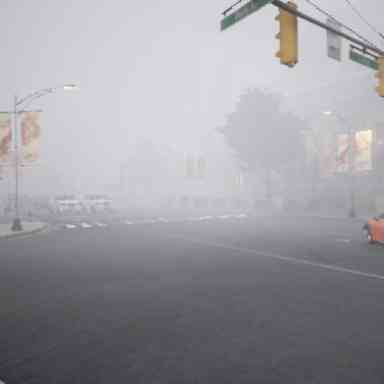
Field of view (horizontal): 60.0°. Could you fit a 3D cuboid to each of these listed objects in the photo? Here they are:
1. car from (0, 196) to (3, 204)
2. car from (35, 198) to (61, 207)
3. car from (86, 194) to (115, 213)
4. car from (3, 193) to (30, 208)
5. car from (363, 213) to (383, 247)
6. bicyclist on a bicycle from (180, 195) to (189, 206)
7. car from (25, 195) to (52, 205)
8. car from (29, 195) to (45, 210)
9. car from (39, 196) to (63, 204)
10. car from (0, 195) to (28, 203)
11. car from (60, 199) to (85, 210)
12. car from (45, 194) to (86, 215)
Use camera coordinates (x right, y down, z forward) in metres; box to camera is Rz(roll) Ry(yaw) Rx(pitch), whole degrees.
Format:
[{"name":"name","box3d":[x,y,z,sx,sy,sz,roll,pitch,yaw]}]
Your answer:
[{"name":"car","box3d":[-37.205,1.499,64.371,4.892,1.490,1.837,0,0,12]},{"name":"car","box3d":[-22.533,1.601,51.994,4.718,1.301,1.895,0,0,43]},{"name":"car","box3d":[-10.396,1.193,36.554,2.150,2.045,5.566,0,0,-35]},{"name":"car","box3d":[-25.863,1.243,50.313,5.566,2.045,2.150,0,0,40]},{"name":"car","box3d":[7.971,1.283,12.179,2.097,1.767,4.553,-1,0,11]},{"name":"bicyclist on a bicycle","box3d":[-1.045,1.195,48.424,1.656,1.620,0.582,-1,0,-36]},{"name":"car","box3d":[-27.978,1.361,60.623,4.553,1.767,2.097,0,0,26]},{"name":"car","box3d":[-18.946,1.508,42.470,1.837,1.490,4.892,0,0,-37]},{"name":"car","box3d":[-27.217,1.549,64.176,4.181,1.385,1.994,0,0,26]},{"name":"car","box3d":[-36.230,1.454,67.732,5.008,1.535,1.882,0,0,12]},{"name":"car","box3d":[-16.078,1.584,44.500,1.895,1.301,4.718,0,0,-37]},{"name":"car","box3d":[-13.258,1.213,34.540,2.150,2.045,5.566,0,0,-35]}]
